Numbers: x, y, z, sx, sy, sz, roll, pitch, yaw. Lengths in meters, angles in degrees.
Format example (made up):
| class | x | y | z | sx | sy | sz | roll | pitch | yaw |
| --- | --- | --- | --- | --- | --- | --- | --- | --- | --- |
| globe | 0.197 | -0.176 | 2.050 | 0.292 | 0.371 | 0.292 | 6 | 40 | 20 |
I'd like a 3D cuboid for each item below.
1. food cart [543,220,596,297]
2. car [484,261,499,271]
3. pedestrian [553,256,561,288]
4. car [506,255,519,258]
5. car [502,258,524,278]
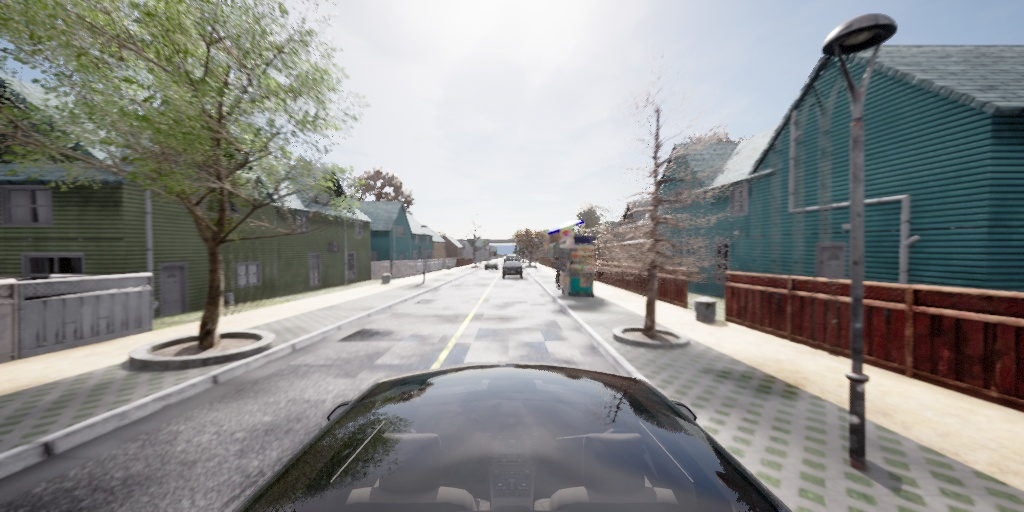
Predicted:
| class | x | y | z | sx | sy | sz | roll | pitch | yaw |
| --- | --- | --- | --- | --- | --- | --- | --- | --- | --- |
| food cart | 3.013 | 0.199 | 17.622 | 2.280 | 3.560 | 4.660 | 0 | 0 | 0 |
| car | -2.816 | 1.313 | 49.572 | 1.895 | 1.301 | 4.718 | 0 | 0 | 0 |
| pedestrian | 2.610 | 0.873 | 20.387 | 0.375 | 1.860 | 0.375 | -2 | 2 | -5 |
| car | 0.046 | 0.937 | 46.242 | 2.150 | 2.045 | 5.566 | 0 | 0 | 0 |
| car | 0.063 | 1.199 | 33.138 | 1.882 | 1.535 | 5.008 | 0 | 0 | 1 |
